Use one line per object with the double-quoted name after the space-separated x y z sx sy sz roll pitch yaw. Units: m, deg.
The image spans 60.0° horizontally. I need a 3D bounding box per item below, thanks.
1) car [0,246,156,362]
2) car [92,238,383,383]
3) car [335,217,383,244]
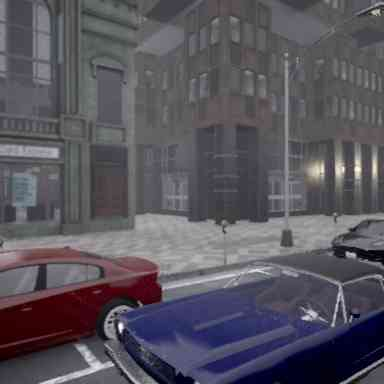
-2.582 1.544 4.809 4.507 1.381 1.887 0 0 -35 "car"
1.372 1.596 4.356 4.718 1.301 1.895 0 0 -35 "car"
6.596 1.550 11.355 4.313 1.339 1.947 0 0 -35 "car"
